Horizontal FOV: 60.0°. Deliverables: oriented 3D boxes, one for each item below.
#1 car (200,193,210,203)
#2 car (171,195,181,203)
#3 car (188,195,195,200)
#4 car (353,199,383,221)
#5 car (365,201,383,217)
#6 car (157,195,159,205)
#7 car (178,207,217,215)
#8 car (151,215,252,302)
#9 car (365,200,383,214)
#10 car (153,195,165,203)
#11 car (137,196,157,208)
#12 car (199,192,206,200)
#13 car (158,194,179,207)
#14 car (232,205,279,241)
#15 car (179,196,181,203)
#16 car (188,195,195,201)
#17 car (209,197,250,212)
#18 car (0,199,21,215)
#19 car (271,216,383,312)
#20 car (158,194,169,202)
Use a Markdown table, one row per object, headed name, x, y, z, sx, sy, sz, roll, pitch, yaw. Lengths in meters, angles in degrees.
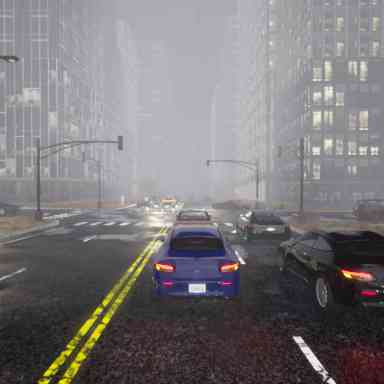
| name | x | y | z | sx | sy | sz | roll | pitch | yaw |
| --- | --- | --- | --- | --- | --- | --- | --- | --- | --- |
| car | 3.232 | 1.500 | 70.268 | 1.994 | 1.385 | 4.181 | 0 | 0 | 0 |
| car | -3.353 | 1.418 | 69.106 | 1.882 | 1.535 | 5.008 | 0 | 0 | 0 |
| car | -0.132 | 1.505 | 89.096 | 1.895 | 1.301 | 4.718 | 0 | 0 | 0 |
| car | 16.161 | 1.520 | 27.883 | 5.009 | 1.841 | 2.192 | 1 | 0 | 1 |
| car | 20.066 | 1.709 | 33.608 | 4.181 | 1.385 | 1.994 | 0 | 1 | 1 |
| car | -6.666 | 1.460 | 57.539 | 1.837 | 1.490 | 4.892 | 0 | 0 | 0 |
| car | 0.077 | 1.591 | 17.302 | 1.895 | 1.301 | 4.718 | 0 | 0 | 0 |
| car | 0.089 | 1.522 | 8.136 | 1.812 | 1.442 | 4.674 | 0 | 0 | 0 |
| car | 21.757 | 1.643 | 36.178 | 4.829 | 1.417 | 1.752 | 1 | 0 | 1 |
| car | -6.623 | 1.448 | 66.893 | 1.837 | 1.490 | 4.892 | 0 | 0 | 0 |
| car | -6.668 | 1.513 | 47.801 | 2.033 | 1.411 | 5.357 | 0 | 0 | 0 |
| car | 3.118 | 1.134 | 89.518 | 2.150 | 2.045 | 5.566 | 0 | 0 | 0 |
| car | -3.416 | 1.442 | 49.199 | 1.882 | 1.535 | 5.008 | 0 | 0 | 0 |
| car | 3.330 | 1.555 | 16.140 | 1.994 | 1.385 | 4.181 | 0 | 0 | -1 |
| car | -3.414 | 1.554 | 58.578 | 1.895 | 1.301 | 4.718 | 0 | 0 | 0 |
| car | -0.117 | 1.466 | 78.940 | 2.033 | 1.411 | 5.357 | 0 | 0 | 0 |
| car | 4.371 | 1.557 | 37.915 | 1.895 | 1.301 | 4.718 | 0 | 0 | -35 |
| car | -18.506 | 1.358 | 30.974 | 4.892 | 1.490 | 1.837 | 1 | 1 | 2 |
| car | 3.340 | 1.522 | 7.571 | 1.812 | 1.442 | 4.674 | 0 | 0 | 0 |
| car | -6.614 | 1.285 | 76.818 | 2.097 | 1.767 | 4.553 | 0 | 0 | 0 |
